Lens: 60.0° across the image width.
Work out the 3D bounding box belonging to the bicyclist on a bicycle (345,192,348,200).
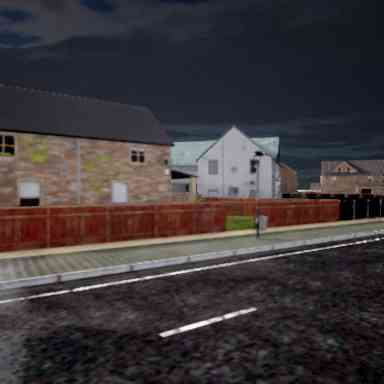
[{"bbox_3d":[25.114,0.859,53.854,0.582,1.620,1.656,1,1,19],"label":"bicyclist on a bicycle"}]
